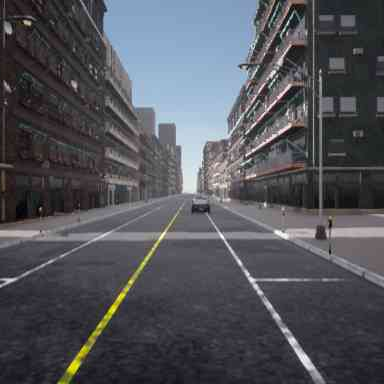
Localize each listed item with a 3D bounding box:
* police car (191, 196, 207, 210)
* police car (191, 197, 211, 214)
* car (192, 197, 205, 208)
[{"bbox_3d":[0.900,1.434,44.796,1.930,1.638,5.238,0,0,0],"label":"police car"},{"bbox_3d":[0.900,1.429,34.796,1.930,1.638,5.238,0,0,0],"label":"police car"},{"bbox_3d":[0.899,1.554,50.686,1.837,1.490,4.892,0,0,0],"label":"car"}]
